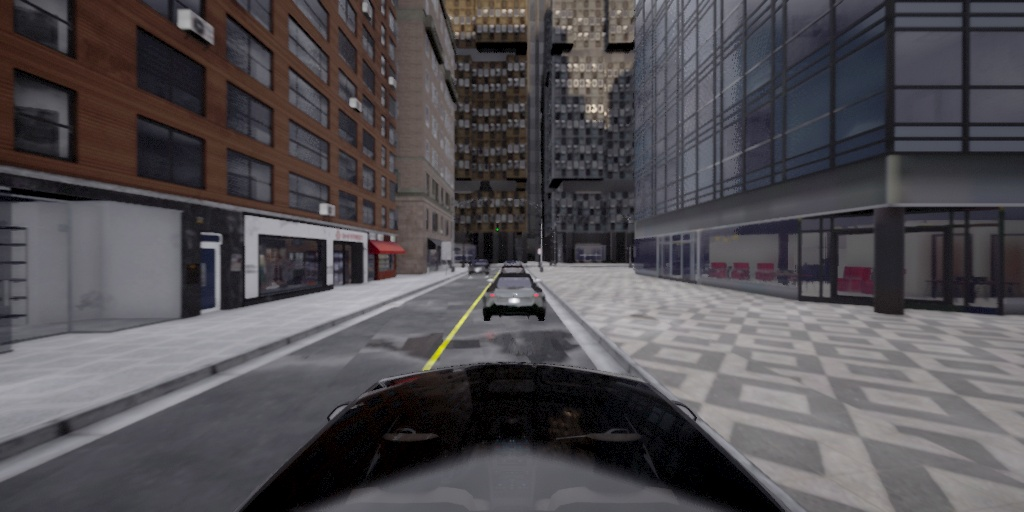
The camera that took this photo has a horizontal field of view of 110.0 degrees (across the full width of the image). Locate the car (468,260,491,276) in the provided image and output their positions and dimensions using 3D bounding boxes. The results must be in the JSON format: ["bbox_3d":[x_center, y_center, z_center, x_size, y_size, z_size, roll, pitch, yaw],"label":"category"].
[{"bbox_3d":[-3.093,1.100,34.659,2.128,1.511,4.902,0,0,0],"label":"car"}]

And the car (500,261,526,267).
[{"bbox_3d":[0.076,1.123,28.660,2.128,1.511,4.902,0,0,0],"label":"car"}]

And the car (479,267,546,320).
[{"bbox_3d":[0.076,1.264,12.421,1.994,1.385,4.181,0,0,0],"label":"car"}]
